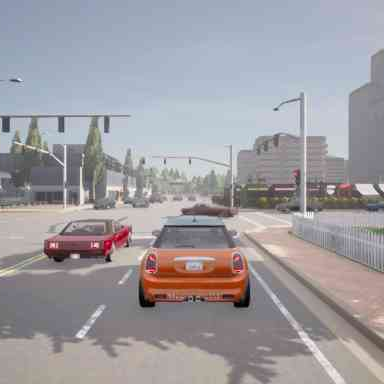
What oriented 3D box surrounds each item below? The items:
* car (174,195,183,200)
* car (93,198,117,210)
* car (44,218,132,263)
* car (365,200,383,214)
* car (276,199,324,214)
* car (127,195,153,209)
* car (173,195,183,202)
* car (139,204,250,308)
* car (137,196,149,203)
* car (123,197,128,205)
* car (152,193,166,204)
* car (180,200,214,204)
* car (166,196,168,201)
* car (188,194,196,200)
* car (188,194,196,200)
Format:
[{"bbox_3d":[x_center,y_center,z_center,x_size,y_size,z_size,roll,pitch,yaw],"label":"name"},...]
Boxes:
[{"bbox_3d":[-3.544,1.425,87.709,1.994,1.385,4.181,0,0,0],"label":"car"},{"bbox_3d":[-10.895,1.505,41.839,1.837,1.490,4.892,0,0,4],"label":"car"},{"bbox_3d":[-3.422,1.601,11.996,1.895,1.301,4.718,0,0,0],"label":"car"},{"bbox_3d":[20.898,1.478,35.005,5.008,1.535,1.882,0,0,-2],"label":"car"},{"bbox_3d":[11.254,1.491,34.762,4.902,1.511,2.128,0,0,-1],"label":"car"},{"bbox_3d":[-7.122,1.492,46.265,2.128,1.511,4.902,0,0,0],"label":"car"},{"bbox_3d":[-3.539,1.513,77.754,1.812,1.442,4.674,0,0,0],"label":"car"},{"bbox_3d":[0.060,1.352,8.101,2.097,1.767,4.553,0,0,0],"label":"car"},{"bbox_3d":[-10.536,1.595,72.296,1.895,1.301,4.718,0,0,0],"label":"car"},{"bbox_3d":[-10.611,1.564,57.618,1.994,1.385,4.181,0,0,0],"label":"car"},{"bbox_3d":[-7.070,1.223,65.776,2.150,2.045,5.566,0,0,1],"label":"car"},{"bbox_3d":[1.522,1.601,28.386,4.718,1.301,1.895,0,0,24],"label":"car"},{"bbox_3d":[-7.041,1.538,81.029,1.994,1.385,4.181,0,0,0],"label":"car"},{"bbox_3d":[-0.039,1.531,77.437,2.033,1.411,5.357,0,0,0],"label":"car"},{"bbox_3d":[-0.044,1.398,87.712,2.128,1.511,4.902,0,0,0],"label":"car"}]
